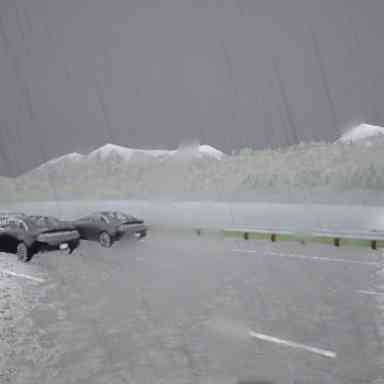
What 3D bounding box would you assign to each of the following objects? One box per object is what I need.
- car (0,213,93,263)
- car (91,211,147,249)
[{"bbox_3d":[-6.314,1.664,12.725,4.902,1.511,2.128,-1,-1,36],"label":"car"},{"bbox_3d":[-4.282,1.664,15.575,4.902,1.511,2.128,-1,-1,36],"label":"car"}]
